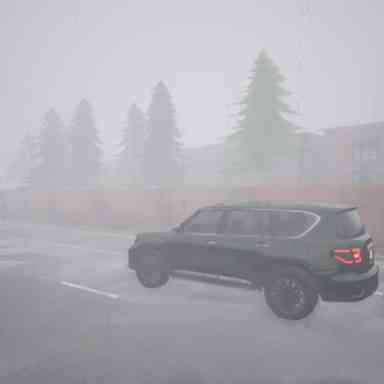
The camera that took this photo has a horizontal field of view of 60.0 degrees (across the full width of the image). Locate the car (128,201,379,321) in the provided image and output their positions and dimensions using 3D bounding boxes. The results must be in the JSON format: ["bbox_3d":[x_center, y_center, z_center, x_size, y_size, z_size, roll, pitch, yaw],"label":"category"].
[{"bbox_3d":[1.042,1.229,7.539,5.566,2.045,2.150,0,0,36],"label":"car"}]
